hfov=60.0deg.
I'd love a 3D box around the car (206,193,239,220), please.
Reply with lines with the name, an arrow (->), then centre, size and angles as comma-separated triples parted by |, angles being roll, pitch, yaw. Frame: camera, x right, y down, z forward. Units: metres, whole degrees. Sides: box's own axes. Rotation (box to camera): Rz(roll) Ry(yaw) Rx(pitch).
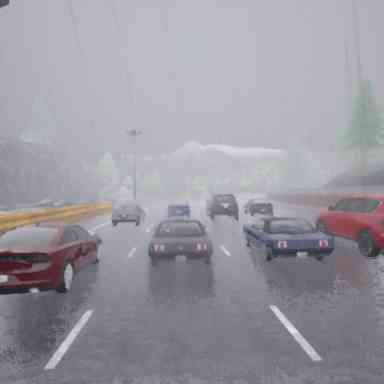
car -> 2.430, 1.138, 27.173 | 2.150, 2.045, 5.566 | -1, 0, -1

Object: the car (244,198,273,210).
car -> 5.911, 1.319, 29.951 | 1.882, 1.535, 5.008 | -1, 0, 0

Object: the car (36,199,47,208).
car -> -23.893, 1.882, 55.550 | 1.882, 1.535, 5.008 | -1, 0, 9

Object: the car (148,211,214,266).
car -> -0.405, 1.593, 11.642 | 1.895, 1.301, 4.718 | -1, 0, -2

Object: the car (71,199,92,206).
car -> -17.028, 1.816, 54.189 | 2.033, 1.411, 5.357 | -1, 0, 9

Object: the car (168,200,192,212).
car -> -1.081, 1.459, 29.608 | 1.882, 1.535, 5.008 | -1, 0, 0

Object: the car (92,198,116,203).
car -> -13.598, 1.748, 53.484 | 2.033, 1.411, 5.357 | -1, 0, 9

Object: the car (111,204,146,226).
car -> -4.497, 1.605, 24.170 | 2.033, 1.411, 5.357 | -1, 0, -1

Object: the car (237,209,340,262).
car -> 3.091, 1.523, 11.814 | 1.895, 1.301, 4.718 | -1, 0, -2

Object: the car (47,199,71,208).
car -> -20.604, 1.833, 53.833 | 2.128, 1.511, 4.902 | -1, 0, 9

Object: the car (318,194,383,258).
car -> 6.566, 1.075, 12.270 | 2.150, 2.045, 5.566 | -1, 0, -2

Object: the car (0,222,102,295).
car -> -3.801, 1.542, 8.968 | 1.882, 1.535, 5.008 | -1, 0, -2
